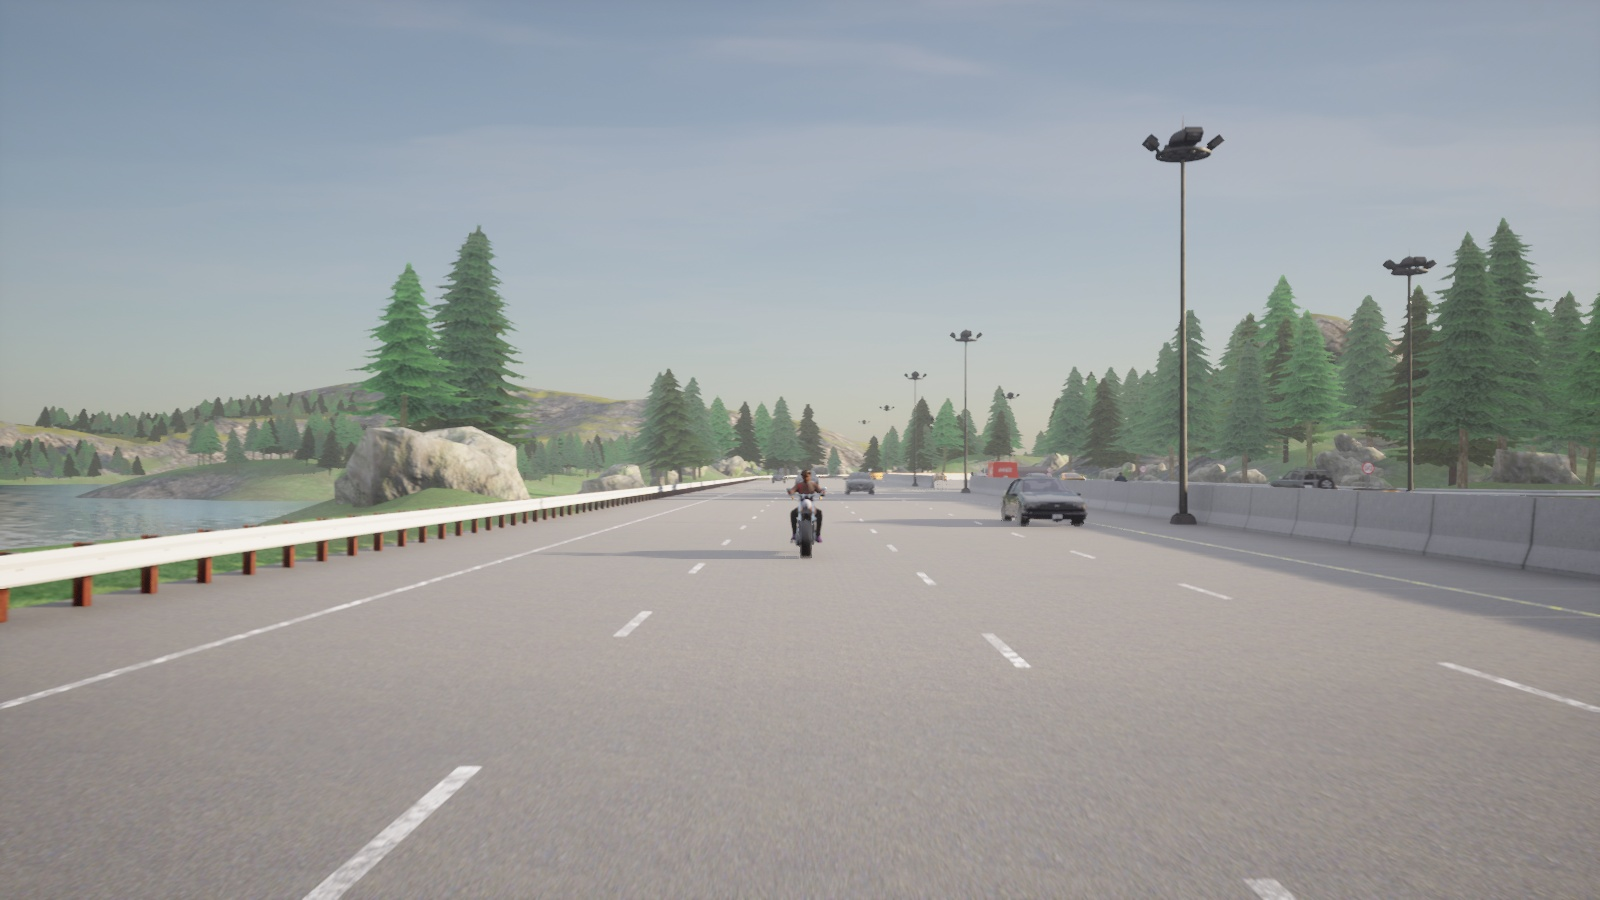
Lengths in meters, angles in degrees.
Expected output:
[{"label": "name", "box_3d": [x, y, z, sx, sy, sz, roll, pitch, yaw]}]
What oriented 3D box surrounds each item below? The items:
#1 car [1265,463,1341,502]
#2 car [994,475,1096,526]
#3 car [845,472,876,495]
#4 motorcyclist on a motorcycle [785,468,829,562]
[{"label": "car", "box_3d": [24.877, 1.580, 62.330, 1.932, 1.855, 4.605, 0, -1, 0]}, {"label": "car", "box_3d": [7.225, 1.465, 37.657, 2.033, 1.411, 5.357, 0, -1, 0]}, {"label": "car", "box_3d": [4.010, 2.203, 83.578, 1.837, 1.490, 4.892, 0, -1, 0]}, {"label": "motorcyclist on a motorcycle", "box_3d": [0.134, 1.151, 23.105, 0.766, 1.649, 2.350, 0, -1, 0]}]
